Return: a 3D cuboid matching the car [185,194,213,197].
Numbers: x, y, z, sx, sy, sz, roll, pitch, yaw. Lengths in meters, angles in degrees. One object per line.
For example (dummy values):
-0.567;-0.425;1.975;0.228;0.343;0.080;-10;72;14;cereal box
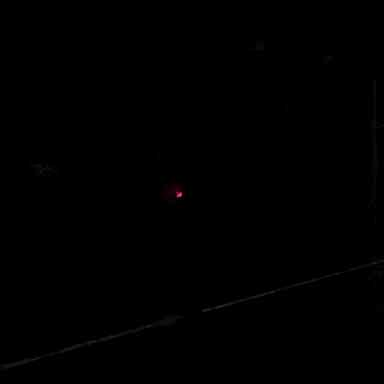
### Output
1.232;1.209;35.905;2.150;2.045;5.566;0;0;-37;car
